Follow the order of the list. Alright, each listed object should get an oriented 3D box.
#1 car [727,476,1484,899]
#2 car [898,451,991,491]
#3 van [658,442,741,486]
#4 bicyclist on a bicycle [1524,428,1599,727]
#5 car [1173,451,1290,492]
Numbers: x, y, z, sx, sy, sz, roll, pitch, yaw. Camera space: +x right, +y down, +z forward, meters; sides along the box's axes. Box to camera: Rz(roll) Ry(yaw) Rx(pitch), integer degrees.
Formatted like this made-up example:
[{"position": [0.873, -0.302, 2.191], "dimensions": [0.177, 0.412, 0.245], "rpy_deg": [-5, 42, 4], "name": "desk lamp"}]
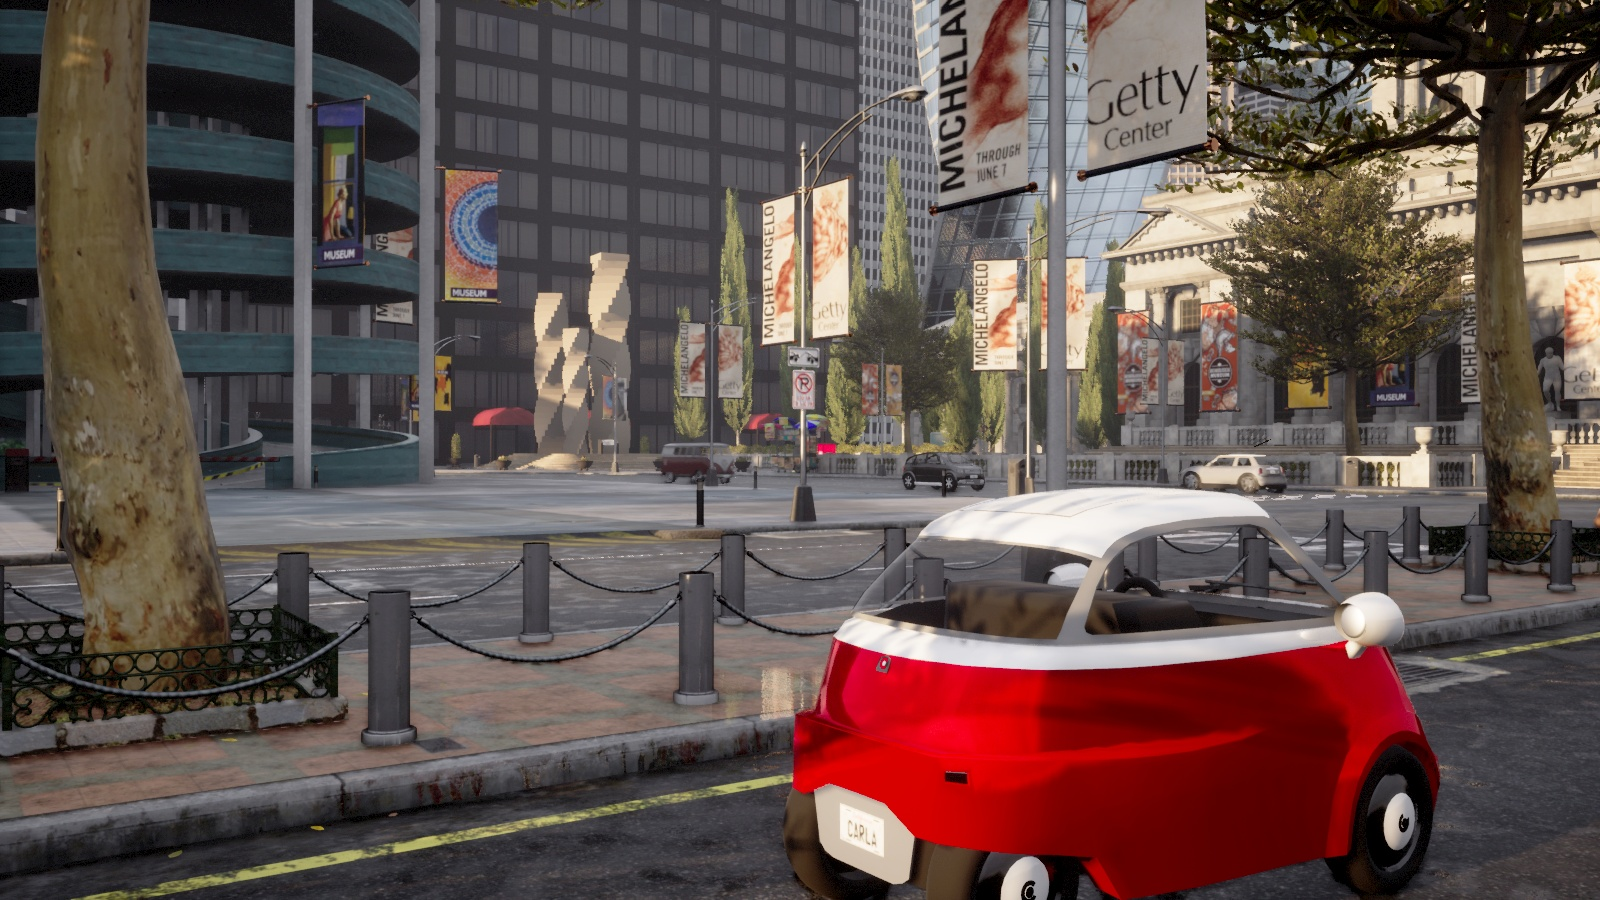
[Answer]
[{"position": [1.080, 0.808, 4.410], "dimensions": [2.207, 1.376, 1.481], "rpy_deg": [0, 0, -35], "name": "car"}, {"position": [5.841, 0.836, 51.122], "dimensions": [1.789, 1.549, 3.705], "rpy_deg": [0, 0, -35], "name": "car"}, {"position": [-4.839, 0.655, 60.195], "dimensions": [1.775, 1.987, 4.442], "rpy_deg": [0, 0, -39], "name": "van"}, {"position": [4.964, 0.688, 7.177], "dimensions": [1.509, 1.612, 0.866], "rpy_deg": [0, 0, -35], "name": "bicyclist on a bicycle"}, {"position": [16.464, 0.793, 48.062], "dimensions": [1.970, 1.475, 3.806], "rpy_deg": [0, 0, -35], "name": "car"}]
